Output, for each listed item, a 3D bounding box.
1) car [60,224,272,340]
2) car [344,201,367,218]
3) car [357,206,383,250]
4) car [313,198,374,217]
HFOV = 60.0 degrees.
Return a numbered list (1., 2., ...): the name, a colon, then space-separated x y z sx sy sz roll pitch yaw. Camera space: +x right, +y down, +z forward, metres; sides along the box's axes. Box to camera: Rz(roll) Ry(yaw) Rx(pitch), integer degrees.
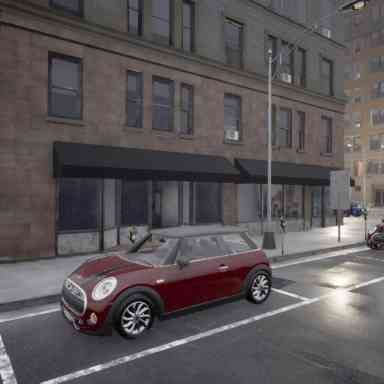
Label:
1. car: -0.370 1.441 6.500 4.097 1.590 1.967 0 0 -36
2. car: 12.382 1.123 29.475 2.150 2.045 5.566 1 0 -36
3. car: 8.561 1.445 12.898 4.097 1.590 1.967 0 0 -36
4. car: 14.511 1.416 32.070 2.128 1.511 4.902 1 0 -36
